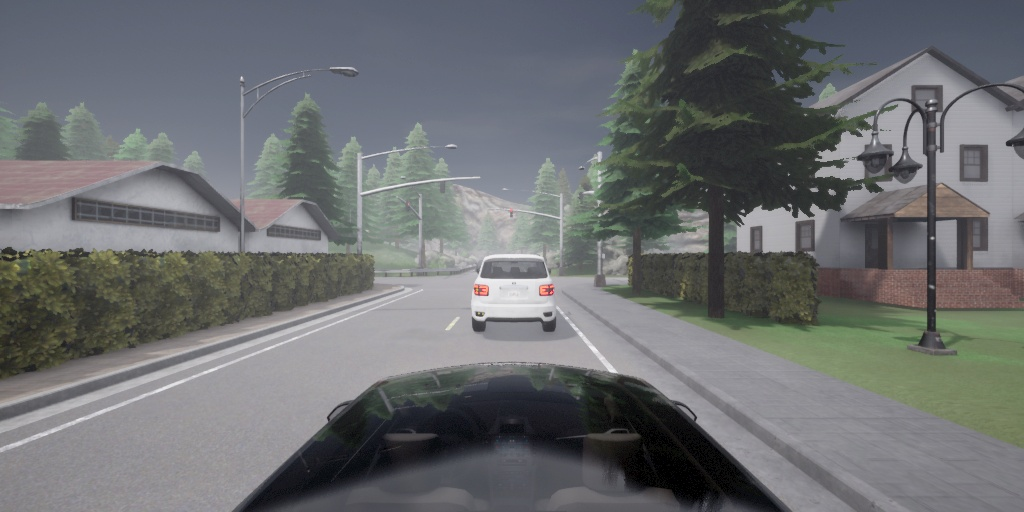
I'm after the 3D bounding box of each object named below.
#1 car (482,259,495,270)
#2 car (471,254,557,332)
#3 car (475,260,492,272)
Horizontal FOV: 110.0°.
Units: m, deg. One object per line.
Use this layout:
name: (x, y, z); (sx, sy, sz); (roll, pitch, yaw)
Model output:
car: (-3.600, 1.276, 55.315); (1.812, 1.442, 4.674); (0, 0, 0)
car: (0.064, 0.971, 11.003); (2.150, 2.045, 5.566); (0, 0, 0)
car: (-3.601, 1.255, 46.078); (1.837, 1.490, 4.892); (0, 0, 0)
